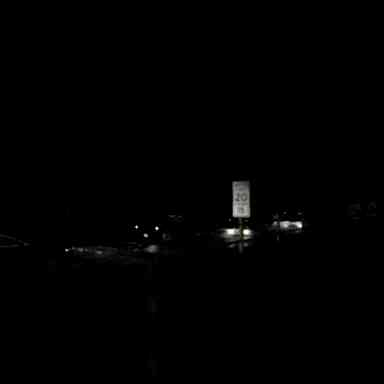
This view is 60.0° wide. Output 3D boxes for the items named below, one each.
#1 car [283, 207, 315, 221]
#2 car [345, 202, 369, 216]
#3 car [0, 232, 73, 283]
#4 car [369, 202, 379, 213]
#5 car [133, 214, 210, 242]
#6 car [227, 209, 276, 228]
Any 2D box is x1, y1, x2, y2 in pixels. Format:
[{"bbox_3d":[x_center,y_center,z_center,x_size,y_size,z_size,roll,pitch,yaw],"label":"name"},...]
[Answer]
[{"bbox_3d":[11.225,2.254,34.841,1.895,1.301,4.718,-1,-2,37],"label":"car"},{"bbox_3d":[21.388,2.346,43.462,1.812,1.442,4.674,-1,-2,37],"label":"car"},{"bbox_3d":[-5.301,1.601,8.005,2.128,1.511,4.902,-1,-2,37],"label":"car"},{"bbox_3d":[27.277,2.331,51.285,2.097,1.767,4.553,-1,-2,38],"label":"car"},{"bbox_3d":[-1.016,1.930,18.599,1.895,1.301,4.718,-1,-2,37],"label":"car"},{"bbox_3d":[4.864,2.032,26.408,2.033,1.411,5.357,-1,-2,37],"label":"car"}]
